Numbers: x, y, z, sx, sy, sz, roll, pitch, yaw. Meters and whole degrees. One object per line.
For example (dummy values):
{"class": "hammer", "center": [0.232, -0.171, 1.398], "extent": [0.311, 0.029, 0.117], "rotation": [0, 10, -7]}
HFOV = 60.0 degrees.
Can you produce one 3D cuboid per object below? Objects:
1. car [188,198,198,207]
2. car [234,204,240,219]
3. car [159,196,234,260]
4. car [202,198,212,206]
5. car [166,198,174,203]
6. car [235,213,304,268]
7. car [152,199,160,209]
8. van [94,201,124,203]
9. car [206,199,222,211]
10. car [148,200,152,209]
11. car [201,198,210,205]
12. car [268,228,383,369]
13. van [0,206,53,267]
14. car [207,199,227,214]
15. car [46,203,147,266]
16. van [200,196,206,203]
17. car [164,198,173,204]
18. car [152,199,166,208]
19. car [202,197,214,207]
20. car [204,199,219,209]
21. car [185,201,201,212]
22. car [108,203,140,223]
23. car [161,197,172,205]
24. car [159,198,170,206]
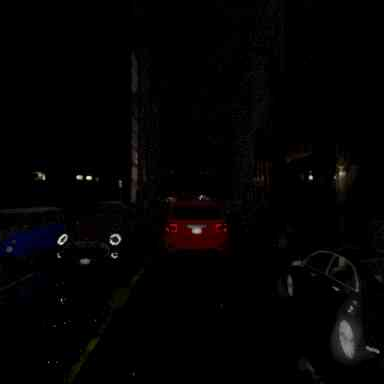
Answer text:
{"class": "car", "center": [0.192, 1.898, 61.385], "extent": [1.837, 1.490, 4.892], "rotation": [0, -1, 0]}
{"class": "car", "center": [2.893, 1.619, 28.262], "extent": [1.967, 1.590, 4.097], "rotation": [0, 0, 0]}
{"class": "car", "center": [0.108, 1.304, 12.956], "extent": [2.150, 2.045, 5.566], "rotation": [0, 0, -1]}
{"class": "car", "center": [2.953, 1.981, 67.800], "extent": [1.887, 1.381, 4.507], "rotation": [0, 0, 0]}
{"class": "car", "center": [-5.546, 2.130, 84.755], "extent": [1.802, 1.307, 4.206], "rotation": [0, 0, 0]}
{"class": "car", "center": [2.868, 1.623, 11.316], "extent": [2.008, 1.369, 4.403], "rotation": [0, 0, 0]}
{"class": "car", "center": [-5.597, 1.891, 50.863], "extent": [1.947, 1.339, 4.313], "rotation": [0, 0, 0]}
{"class": "van", "center": [-5.641, 1.484, 22.621], "extent": [1.690, 1.788, 3.998], "rotation": [0, 0, 0]}
{"class": "car", "center": [2.919, 1.729, 45.206], "extent": [1.967, 1.590, 4.097], "rotation": [0, 0, 0]}
{"class": "car", "center": [-5.623, 1.781, 33.917], "extent": [1.947, 1.339, 4.313], "rotation": [0, 0, 0]}
{"class": "car", "center": [2.962, 2.039, 73.448], "extent": [1.947, 1.339, 4.313], "rotation": [0, 0, 0]}
{"class": "car", "center": [2.859, 1.587, 5.667], "extent": [2.008, 1.369, 4.403], "rotation": [0, 0, 0]}
{"class": "van", "center": [-5.659, 1.413, 11.323], "extent": [1.690, 1.788, 3.998], "rotation": [0, 0, 0]}
{"class": "car", "center": [2.910, 1.692, 39.558], "extent": [1.967, 1.590, 4.097], "rotation": [0, 0, 0]}
{"class": "car", "center": [-3.084, 1.427, 11.837], "extent": [2.097, 1.767, 4.553], "rotation": [0, 0, 0]}
{"class": "van", "center": [2.987, 1.927, 90.395], "extent": [1.690, 1.788, 3.998], "rotation": [0, 0, 0]}
{"class": "car", "center": [-5.554, 2.062, 79.106], "extent": [2.008, 1.369, 4.403], "rotation": [0, 0, 0]}
{"class": "car", "center": [-5.588, 1.907, 56.511], "extent": [1.887, 1.381, 4.507], "rotation": [0, 0, 0]}
{"class": "car", "center": [2.945, 1.839, 62.152], "extent": [1.967, 1.590, 4.097], "rotation": [0, 0, 0]}
{"class": "car", "center": [2.928, 1.870, 50.854], "extent": [1.887, 1.381, 4.507], "rotation": [0, 0, 0]}
{"class": "car", "center": [0.162, 1.877, 43.332], "extent": [1.895, 1.301, 4.718], "rotation": [0, 0, 1]}
{"class": "car", "center": [-5.632, 1.703, 28.098], "extent": [1.752, 1.417, 4.829], "rotation": [0, 0, 0]}
{"class": "car", "center": [-5.564, 1.914, 73.458], "extent": [1.967, 1.590, 4.097], "rotation": [0, 0, 0]}
{"class": "car", "center": [-5.571, 1.987, 67.809], "extent": [2.008, 1.369, 4.403], "rotation": [0, 0, 0]}
